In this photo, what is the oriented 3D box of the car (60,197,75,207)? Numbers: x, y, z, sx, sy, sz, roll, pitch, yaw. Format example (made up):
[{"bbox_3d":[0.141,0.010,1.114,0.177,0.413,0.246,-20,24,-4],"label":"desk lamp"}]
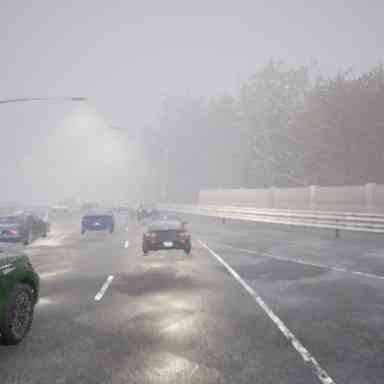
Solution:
[{"bbox_3d":[-27.154,2.147,72.195,2.150,2.045,5.566,1,-1,-41],"label":"car"}]

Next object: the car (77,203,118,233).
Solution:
[{"bbox_3d":[-6.070,1.755,21.900,1.882,1.535,5.008,0,-1,-12],"label":"car"}]

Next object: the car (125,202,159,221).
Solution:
[{"bbox_3d":[-4.588,1.745,31.576,2.097,1.767,4.553,0,-1,-22],"label":"car"}]

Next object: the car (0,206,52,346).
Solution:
[{"bbox_3d":[-3.572,1.269,3.299,2.150,2.045,5.566,0,-1,-3],"label":"car"}]

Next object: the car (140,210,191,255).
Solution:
[{"bbox_3d":[-1.146,1.700,14.036,1.812,1.442,4.674,0,-1,-8],"label":"car"}]

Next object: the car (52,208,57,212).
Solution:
[{"bbox_3d":[-8.483,1.760,16.297,2.033,1.411,5.357,0,-1,-10],"label":"car"}]

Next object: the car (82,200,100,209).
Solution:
[{"bbox_3d":[-18.285,2.266,60.044,1.837,1.490,4.892,0,-1,-32],"label":"car"}]

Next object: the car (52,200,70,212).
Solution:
[{"bbox_3d":[-19.229,2.216,47.994,1.895,1.301,4.718,0,-1,-28],"label":"car"}]

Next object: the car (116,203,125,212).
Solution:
[{"bbox_3d":[-10.029,2.166,45.053,1.895,1.301,4.718,0,-1,-24],"label":"car"}]

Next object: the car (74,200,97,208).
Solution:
[{"bbox_3d":[-15.425,2.116,48.184,1.837,1.490,4.892,1,-1,-27],"label":"car"}]
